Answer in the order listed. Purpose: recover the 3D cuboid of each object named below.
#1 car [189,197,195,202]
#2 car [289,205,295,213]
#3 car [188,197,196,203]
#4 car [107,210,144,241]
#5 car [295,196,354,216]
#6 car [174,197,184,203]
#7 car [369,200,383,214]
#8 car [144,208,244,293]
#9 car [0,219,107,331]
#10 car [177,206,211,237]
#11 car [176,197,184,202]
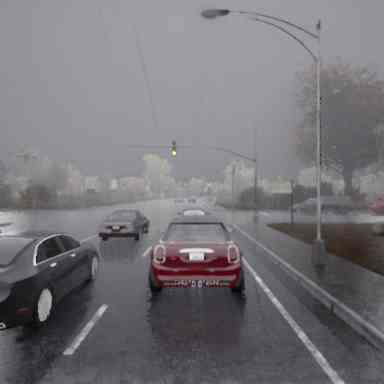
[{"bbox_3d":[0.079,2.159,94.870,1.812,1.442,4.674,0,0,1],"label":"car"},{"bbox_3d":[14.001,1.769,39.469,4.892,1.490,1.837,0,0,3],"label":"car"},{"bbox_3d":[0.034,2.065,84.516,1.837,1.490,4.892,0,0,0],"label":"car"},{"bbox_3d":[-3.395,1.665,17.452,2.033,1.411,5.357,0,0,0],"label":"car"},{"bbox_3d":[14.479,1.462,35.936,5.566,2.045,2.150,0,0,3],"label":"car"},{"bbox_3d":[-3.465,2.112,84.837,1.994,1.385,4.181,0,0,0],"label":"car"},{"bbox_3d":[23.835,1.473,38.935,5.566,2.045,2.150,0,0,3],"label":"car"},{"bbox_3d":[0.102,1.413,9.192,2.097,1.767,4.553,0,0,0],"label":"car"},{"bbox_3d":[-3.397,1.554,7.012,1.837,1.490,4.892,0,0,0],"label":"car"},{"bbox_3d":[0.108,1.658,19.748,1.812,1.442,4.674,0,0,0],"label":"car"},{"bbox_3d":[-3.422,2.037,94.864,1.994,1.385,4.181,0,0,1],"label":"car"}]
